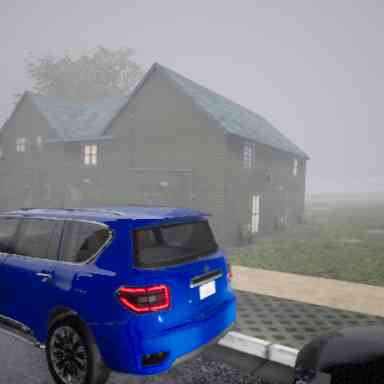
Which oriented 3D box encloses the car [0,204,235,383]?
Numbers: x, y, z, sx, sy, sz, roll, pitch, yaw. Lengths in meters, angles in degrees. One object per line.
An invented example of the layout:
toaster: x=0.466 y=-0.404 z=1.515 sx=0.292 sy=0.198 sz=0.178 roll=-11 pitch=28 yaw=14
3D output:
car: x=-2.021 y=1.224 z=5.380 sx=5.566 sy=2.045 sz=2.150 roll=0 pitch=0 yaw=35

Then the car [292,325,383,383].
car: x=2.933 y=1.530 z=1.873 sx=4.674 sy=1.442 sz=1.812 roll=0 pitch=0 yaw=36
